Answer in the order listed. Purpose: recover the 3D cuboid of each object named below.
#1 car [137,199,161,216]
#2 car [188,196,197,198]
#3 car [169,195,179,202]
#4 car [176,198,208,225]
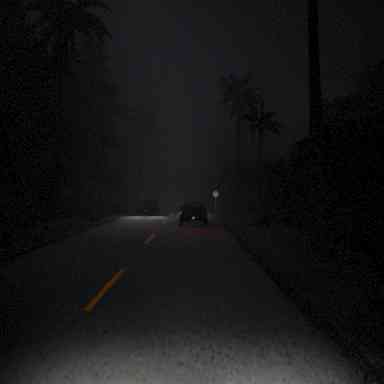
[{"bbox_3d":[-4.093,1.439,32.121,1.837,1.490,4.892,0,0,0],"label":"car"},{"bbox_3d":[0.098,1.376,54.180,2.128,1.511,4.902,0,0,0],"label":"car"},{"bbox_3d":[-4.023,1.384,73.613,2.033,1.411,5.357,0,0,-9],"label":"car"},{"bbox_3d":[0.100,1.442,23.725,2.128,1.511,4.902,0,0,0],"label":"car"}]
